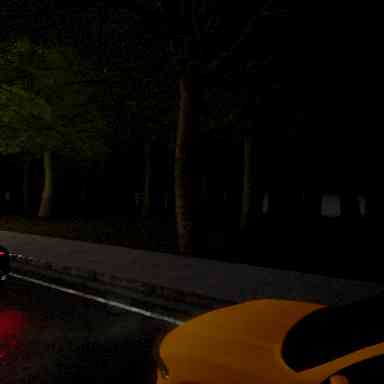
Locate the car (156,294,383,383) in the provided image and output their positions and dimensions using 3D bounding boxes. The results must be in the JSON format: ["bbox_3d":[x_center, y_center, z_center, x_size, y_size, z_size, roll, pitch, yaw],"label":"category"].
[{"bbox_3d":[1.954,1.478,2.291,5.008,1.535,1.882,0,0,35],"label":"car"}]

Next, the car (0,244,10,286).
[{"bbox_3d":[-6.265,1.491,8.024,4.892,1.490,1.837,0,0,35],"label":"car"}]
